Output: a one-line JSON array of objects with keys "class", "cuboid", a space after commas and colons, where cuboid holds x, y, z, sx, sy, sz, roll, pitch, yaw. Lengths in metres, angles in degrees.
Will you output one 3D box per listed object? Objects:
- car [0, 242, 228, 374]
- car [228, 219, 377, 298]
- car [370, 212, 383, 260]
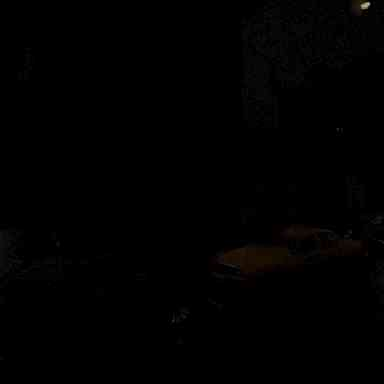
[{"class": "car", "cuboid": [-1.734, 1.566, 5.414, 4.313, 1.339, 1.947, 0, 0, -36]}, {"class": "car", "cuboid": [2.549, 1.525, 8.481, 4.829, 1.417, 1.752, 0, 0, -36]}, {"class": "car", "cuboid": [7.109, 1.440, 11.745, 4.097, 1.590, 1.967, 0, 0, -36]}]
